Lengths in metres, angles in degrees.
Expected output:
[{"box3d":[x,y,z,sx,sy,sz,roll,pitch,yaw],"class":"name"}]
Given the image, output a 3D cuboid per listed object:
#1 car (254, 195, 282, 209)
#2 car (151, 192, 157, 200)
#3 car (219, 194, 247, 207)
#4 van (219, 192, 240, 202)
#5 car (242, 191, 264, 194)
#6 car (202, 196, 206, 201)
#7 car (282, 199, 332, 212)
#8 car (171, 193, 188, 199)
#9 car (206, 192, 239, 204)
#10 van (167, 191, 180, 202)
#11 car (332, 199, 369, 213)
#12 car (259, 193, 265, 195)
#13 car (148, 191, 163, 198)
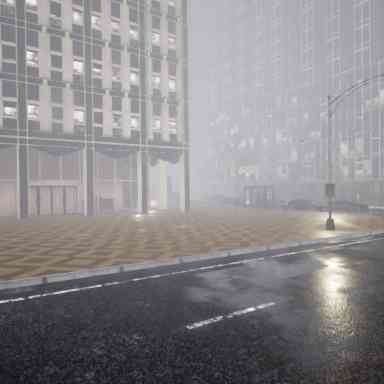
[{"box3d":[9.285,1.386,41.003,1.802,1.307,4.206,-1,1,-34],"class":"car"},{"box3d":[-9.795,1.038,69.265,2.008,1.369,4.403,0,1,-34],"class":"car"},{"box3d":[6.138,1.318,45.736,1.947,1.339,4.313,-1,1,-34],"class":"car"},{"box3d":[6.722,0.853,59.872,1.690,1.788,3.998,-1,1,-34],"class":"van"},{"box3d":[9.026,0.848,51.859,2.150,2.045,5.566,-1,1,-34],"class":"car"},{"box3d":[3.527,1.041,64.575,1.802,1.307,4.206,-1,1,-34],"class":"car"},{"box3d":[12.466,1.422,36.291,1.947,1.339,4.313,-1,1,-34],"class":"car"},{"box3d":[-2.864,0.934,73.976,1.802,1.307,4.206,0,1,-34],"class":"car"},{"box3d":[4.850,1.158,52.339,1.837,1.490,4.892,-1,1,-34],"class":"car"},{"box3d":[-3.403,0.935,59.862,1.690,1.788,3.998,0,1,-34],"class":"van"},{"box3d":[16.412,1.404,35.309,1.994,1.385,4.181,-1,1,-34],"class":"car"},{"box3d":[10.675,1.273,43.745,1.812,1.442,4.674,-1,1,-34],"class":"car"},{"box3d":[-9.255,0.684,83.374,1.967,1.590,4.097,0,1,-34],"class":"car"}]
